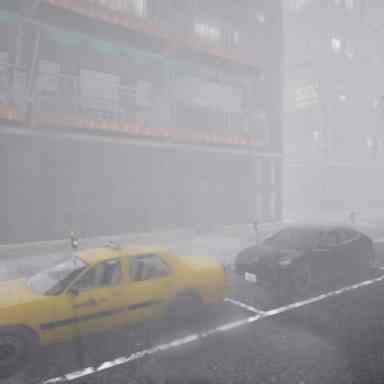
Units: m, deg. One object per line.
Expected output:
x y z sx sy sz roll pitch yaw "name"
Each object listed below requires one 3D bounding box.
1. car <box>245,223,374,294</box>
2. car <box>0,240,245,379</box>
3.098 1.542 8.768 4.313 1.339 1.947 0 0 -36 "car"
-1.536 1.519 5.462 4.829 1.417 1.752 0 0 -36 "car"
